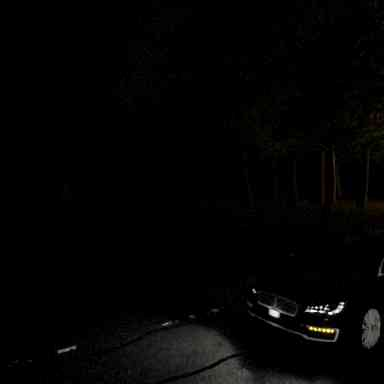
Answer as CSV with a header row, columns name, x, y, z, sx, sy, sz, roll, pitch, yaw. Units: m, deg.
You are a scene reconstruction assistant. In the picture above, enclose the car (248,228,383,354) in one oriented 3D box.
name,x,y,z,sx,sy,sz,roll,pitch,yaw
car,3.175,1.489,6.174,4.892,1.490,1.837,0,0,-35
